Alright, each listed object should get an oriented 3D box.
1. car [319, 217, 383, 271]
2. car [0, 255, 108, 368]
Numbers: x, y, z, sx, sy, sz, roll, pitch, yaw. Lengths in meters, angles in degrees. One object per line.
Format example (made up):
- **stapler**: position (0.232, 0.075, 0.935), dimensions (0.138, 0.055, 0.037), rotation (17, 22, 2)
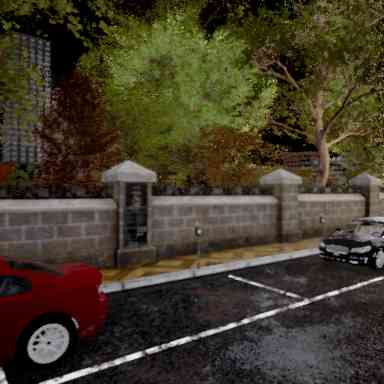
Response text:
- **car**: position (5.900, 1.521, 10.765), dimensions (4.403, 1.369, 2.008), rotation (0, 1, -36)
- **car**: position (-3.352, 1.546, 4.162), dimensions (4.507, 1.381, 1.887), rotation (0, 0, -36)
